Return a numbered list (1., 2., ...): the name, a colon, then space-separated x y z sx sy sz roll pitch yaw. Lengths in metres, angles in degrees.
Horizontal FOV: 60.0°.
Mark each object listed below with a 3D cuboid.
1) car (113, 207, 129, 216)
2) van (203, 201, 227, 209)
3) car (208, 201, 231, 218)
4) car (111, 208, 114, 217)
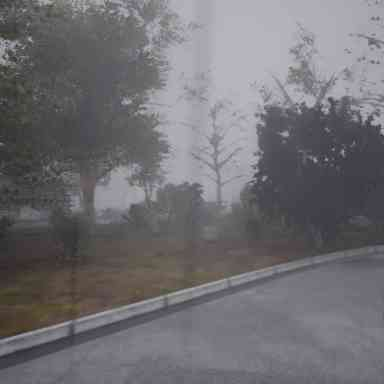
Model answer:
1. car: -10.409 3.490 56.753 4.674 1.452 2.002 0 -3 -41
2. van: 3.195 2.130 41.079 4.442 1.987 1.878 0 -2 -41
3. car: 4.793 2.234 38.759 5.366 1.575 1.946 0 -2 -41
4. car: -12.514 3.511 59.130 4.553 1.767 2.185 0 -3 -40
